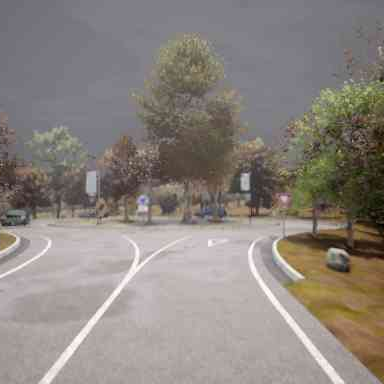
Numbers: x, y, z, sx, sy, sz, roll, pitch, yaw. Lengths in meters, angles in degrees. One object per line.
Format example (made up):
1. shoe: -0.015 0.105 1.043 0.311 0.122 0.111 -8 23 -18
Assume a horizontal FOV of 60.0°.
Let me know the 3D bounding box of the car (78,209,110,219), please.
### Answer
1. car: -15.322 3.453 52.115 4.892 1.490 1.837 1 -4 -44

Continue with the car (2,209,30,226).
1. car: -18.001 2.546 34.151 2.097 1.767 4.553 1 -3 -21

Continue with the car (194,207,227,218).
1. car: 3.186 3.512 56.399 5.566 2.045 2.150 0 -3 22
